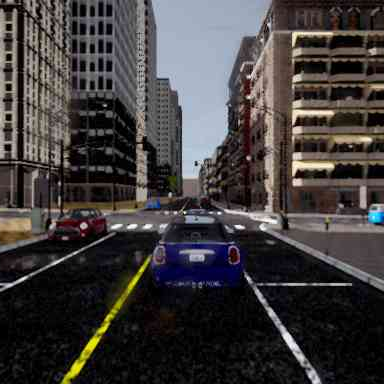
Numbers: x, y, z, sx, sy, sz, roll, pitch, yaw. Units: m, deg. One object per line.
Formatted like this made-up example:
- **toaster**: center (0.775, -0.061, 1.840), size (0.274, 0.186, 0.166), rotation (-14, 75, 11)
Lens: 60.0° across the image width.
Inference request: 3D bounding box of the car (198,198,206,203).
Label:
- **car**: center (2.738, 2.265, 88.252), size (2.008, 1.369, 4.403), rotation (0, 0, 0)

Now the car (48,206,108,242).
- **car**: center (-5.683, 1.571, 16.929), size (1.967, 1.590, 4.097), rotation (0, 0, 0)

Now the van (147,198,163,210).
- **van**: center (-5.664, 1.730, 49.403), size (1.690, 1.788, 3.998), rotation (0, 0, 0)

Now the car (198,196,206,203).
- **car**: center (2.740, 2.077, 93.805), size (2.192, 1.841, 5.009), rotation (0, -1, 0)

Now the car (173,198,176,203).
- **car**: center (-5.643, 2.154, 88.257), size (1.967, 1.590, 4.097), rotation (0, 0, 0)

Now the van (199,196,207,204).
- **van**: center (2.734, 2.008, 82.704), size (1.690, 1.788, 3.998), rotation (0, 0, 0)

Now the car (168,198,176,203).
- **car**: center (-5.640, 2.286, 93.637), size (1.752, 1.417, 4.829), rotation (0, 0, 0)

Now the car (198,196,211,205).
- **car**: center (2.725, 1.842, 66.052), size (2.192, 1.841, 5.009), rotation (0, 0, 0)

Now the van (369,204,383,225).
- **van**: center (16.944, 1.918, 27.647), size (3.998, 1.788, 1.690), rotation (1, -2, 0)

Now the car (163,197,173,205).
- **car**: center (-5.652, 2.097, 71.434), size (1.752, 1.417, 4.829), rotation (0, 0, 0)

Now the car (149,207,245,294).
- **car**: center (0.104, 1.422, 9.115), size (2.097, 1.767, 4.553), rotation (0, -1, 0)
